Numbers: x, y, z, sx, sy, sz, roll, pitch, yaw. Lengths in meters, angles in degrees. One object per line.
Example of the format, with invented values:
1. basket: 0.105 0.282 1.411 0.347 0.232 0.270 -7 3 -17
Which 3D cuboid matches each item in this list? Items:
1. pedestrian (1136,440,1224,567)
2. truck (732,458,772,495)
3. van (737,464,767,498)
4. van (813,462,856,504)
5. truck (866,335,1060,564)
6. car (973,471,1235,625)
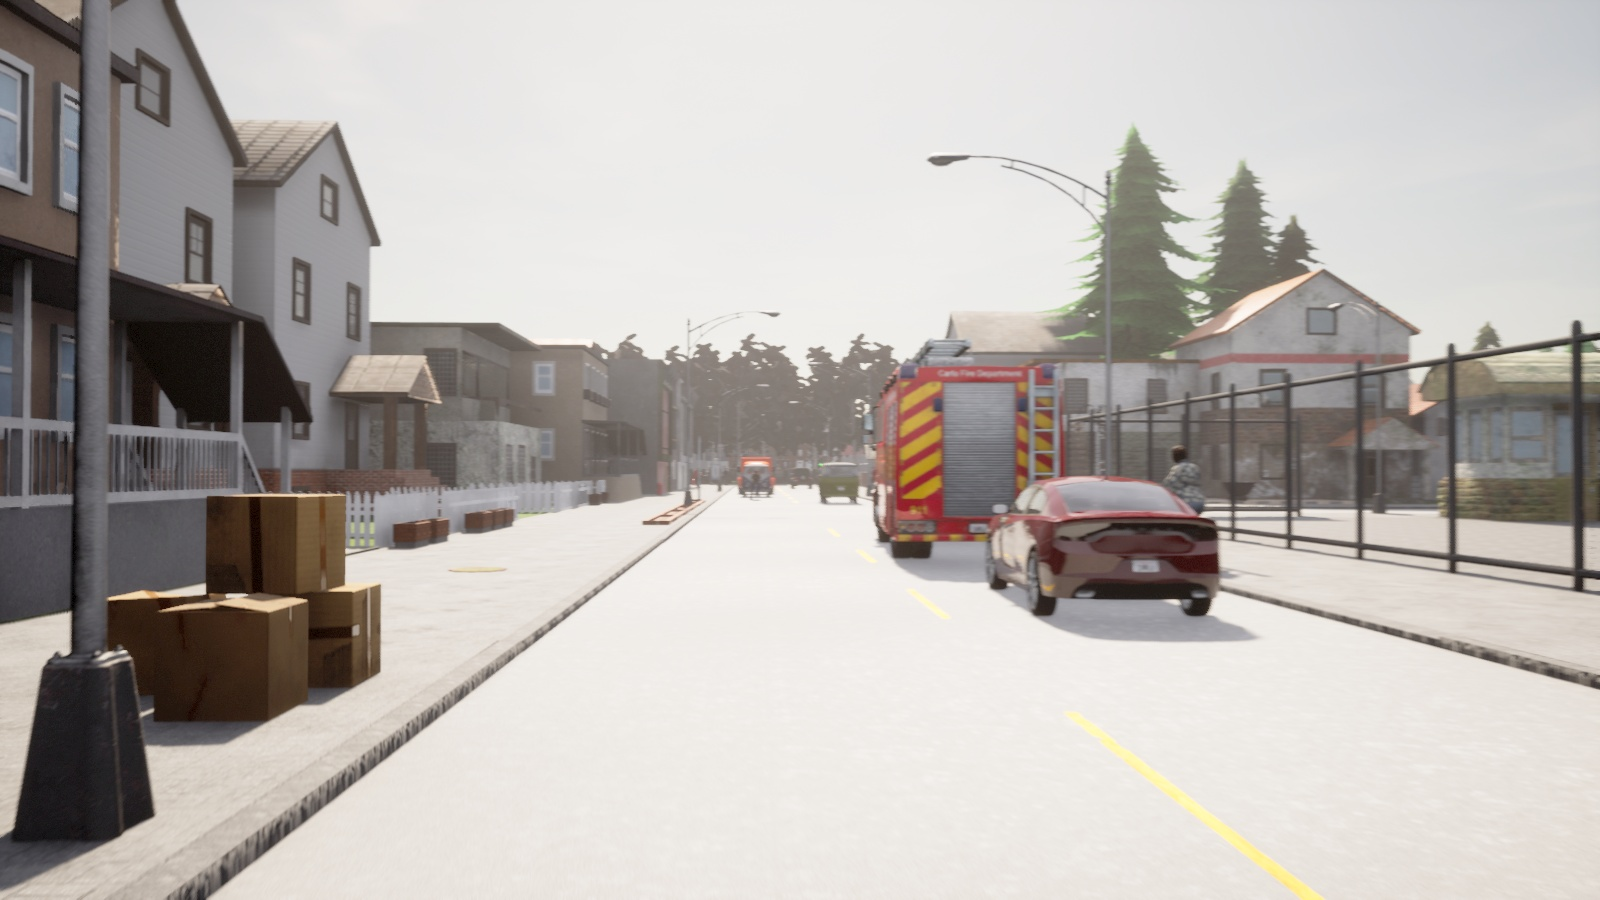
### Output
1. pedestrian: 5.733 0.797 18.970 0.874 1.855 0.900 0 -1 -36
2. truck: -3.262 1.784 85.439 2.627 2.467 5.204 0 -1 -2
3. van: -2.903 1.864 76.132 1.775 1.987 4.442 0 -1 -2
4. van: 1.648 1.588 61.488 1.775 1.987 4.442 0 -1 -3
5. truck: 2.959 0.055 25.338 2.891 3.827 8.468 0 -1 1
6. car: 3.395 1.023 15.107 1.882 1.535 5.008 0 -1 0
